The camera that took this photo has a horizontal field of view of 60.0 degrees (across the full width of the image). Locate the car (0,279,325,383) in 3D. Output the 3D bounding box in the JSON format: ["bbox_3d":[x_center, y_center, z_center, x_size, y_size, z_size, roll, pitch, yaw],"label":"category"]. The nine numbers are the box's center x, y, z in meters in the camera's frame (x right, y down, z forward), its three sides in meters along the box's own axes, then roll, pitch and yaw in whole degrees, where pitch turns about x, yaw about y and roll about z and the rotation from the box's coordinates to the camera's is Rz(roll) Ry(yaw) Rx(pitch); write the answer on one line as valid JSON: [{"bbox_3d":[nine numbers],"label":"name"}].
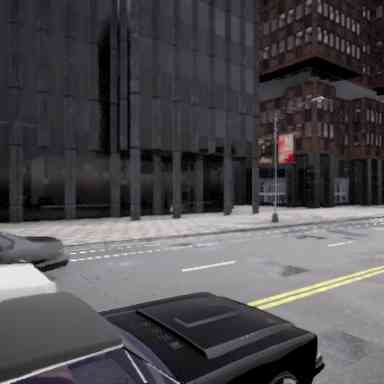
[{"bbox_3d":[-0.984,1.595,2.725,4.718,1.301,1.895,0,0,-36],"label":"car"}]

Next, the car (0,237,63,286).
[{"bbox_3d":[-4.471,1.589,4.442,4.718,1.301,1.895,0,0,-36],"label":"car"}]

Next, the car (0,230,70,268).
[{"bbox_3d":[-5.686,1.529,7.582,5.357,1.411,2.033,0,0,-36],"label":"car"}]
